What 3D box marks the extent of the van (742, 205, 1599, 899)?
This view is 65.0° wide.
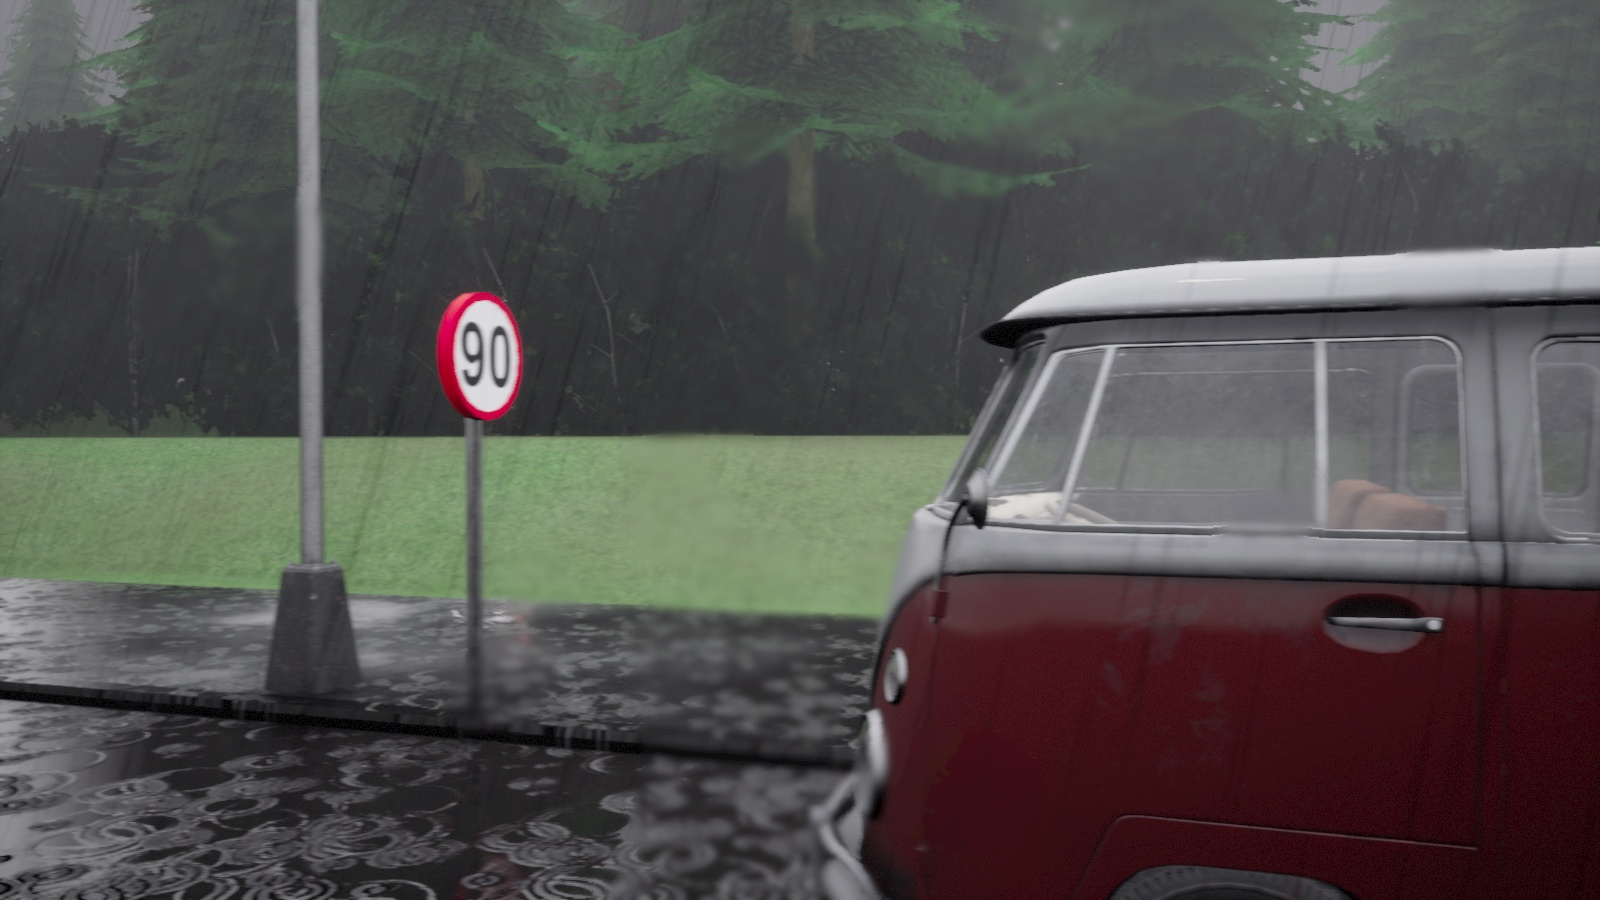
[{"bbox_3d":[2.260,0.540,2.959,4.442,1.987,1.775,1,1,19],"label":"van"}]
